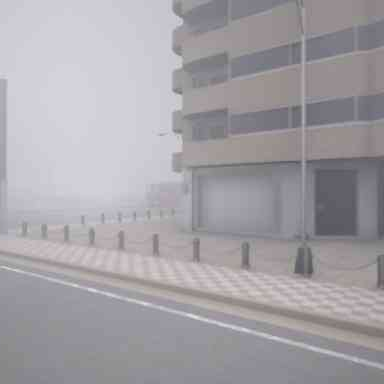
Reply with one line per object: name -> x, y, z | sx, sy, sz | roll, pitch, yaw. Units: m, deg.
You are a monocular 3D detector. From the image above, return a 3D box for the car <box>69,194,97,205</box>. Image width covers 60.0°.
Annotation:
car -> -20.491, 1.468, 62.673 | 1.970, 1.475, 3.806 | 0, 0, 35

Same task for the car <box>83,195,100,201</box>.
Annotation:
car -> -26.606, 1.474, 88.351 | 1.970, 1.475, 3.806 | 0, 0, 35

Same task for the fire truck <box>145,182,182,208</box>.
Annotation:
fire truck -> -3.639, 0.399, 52.394 | 2.891, 3.827, 8.468 | 0, 0, 35

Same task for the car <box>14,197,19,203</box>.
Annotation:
car -> -36.671, 1.443, 74.076 | 1.784, 1.438, 3.905 | 0, 0, 35

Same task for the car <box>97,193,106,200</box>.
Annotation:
car -> -24.248, 1.234, 86.671 | 1.905, 1.878, 3.866 | 0, 0, 35

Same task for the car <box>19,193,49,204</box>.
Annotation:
car -> -34.343, 1.232, 72.352 | 1.932, 1.855, 4.605 | 0, 0, 35

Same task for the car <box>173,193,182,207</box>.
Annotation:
car -> -0.299, 1.415, 51.169 | 2.097, 1.767, 4.553 | 0, 0, 35
